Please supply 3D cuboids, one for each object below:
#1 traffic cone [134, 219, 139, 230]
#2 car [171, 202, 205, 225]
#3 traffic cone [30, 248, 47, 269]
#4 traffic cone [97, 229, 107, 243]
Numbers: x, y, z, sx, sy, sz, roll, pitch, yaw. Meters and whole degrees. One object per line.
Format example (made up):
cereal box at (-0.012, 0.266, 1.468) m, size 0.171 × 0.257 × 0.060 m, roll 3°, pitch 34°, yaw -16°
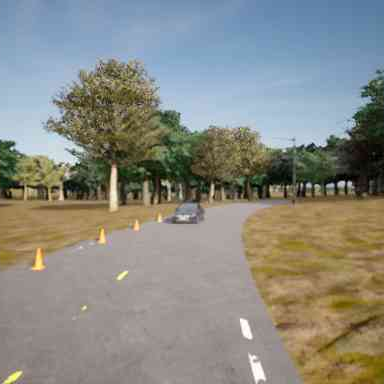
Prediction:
traffic cone at (-3.317, 1.945, 19.966) m, size 0.340 × 0.580 × 0.340 m, roll 0°, pitch 0°, yaw 9°
car at (-0.167, 1.513, 24.397) m, size 1.812 × 1.442 × 4.674 m, roll 0°, pitch 0°, yaw 11°
traffic cone at (-4.532, 1.957, 9.837) m, size 0.340 × 0.580 × 0.340 m, roll 0°, pitch 0°, yaw 5°
traffic cone at (-4.019, 1.955, 14.913) m, size 0.340 × 0.580 × 0.340 m, roll 0°, pitch 0°, yaw 7°
